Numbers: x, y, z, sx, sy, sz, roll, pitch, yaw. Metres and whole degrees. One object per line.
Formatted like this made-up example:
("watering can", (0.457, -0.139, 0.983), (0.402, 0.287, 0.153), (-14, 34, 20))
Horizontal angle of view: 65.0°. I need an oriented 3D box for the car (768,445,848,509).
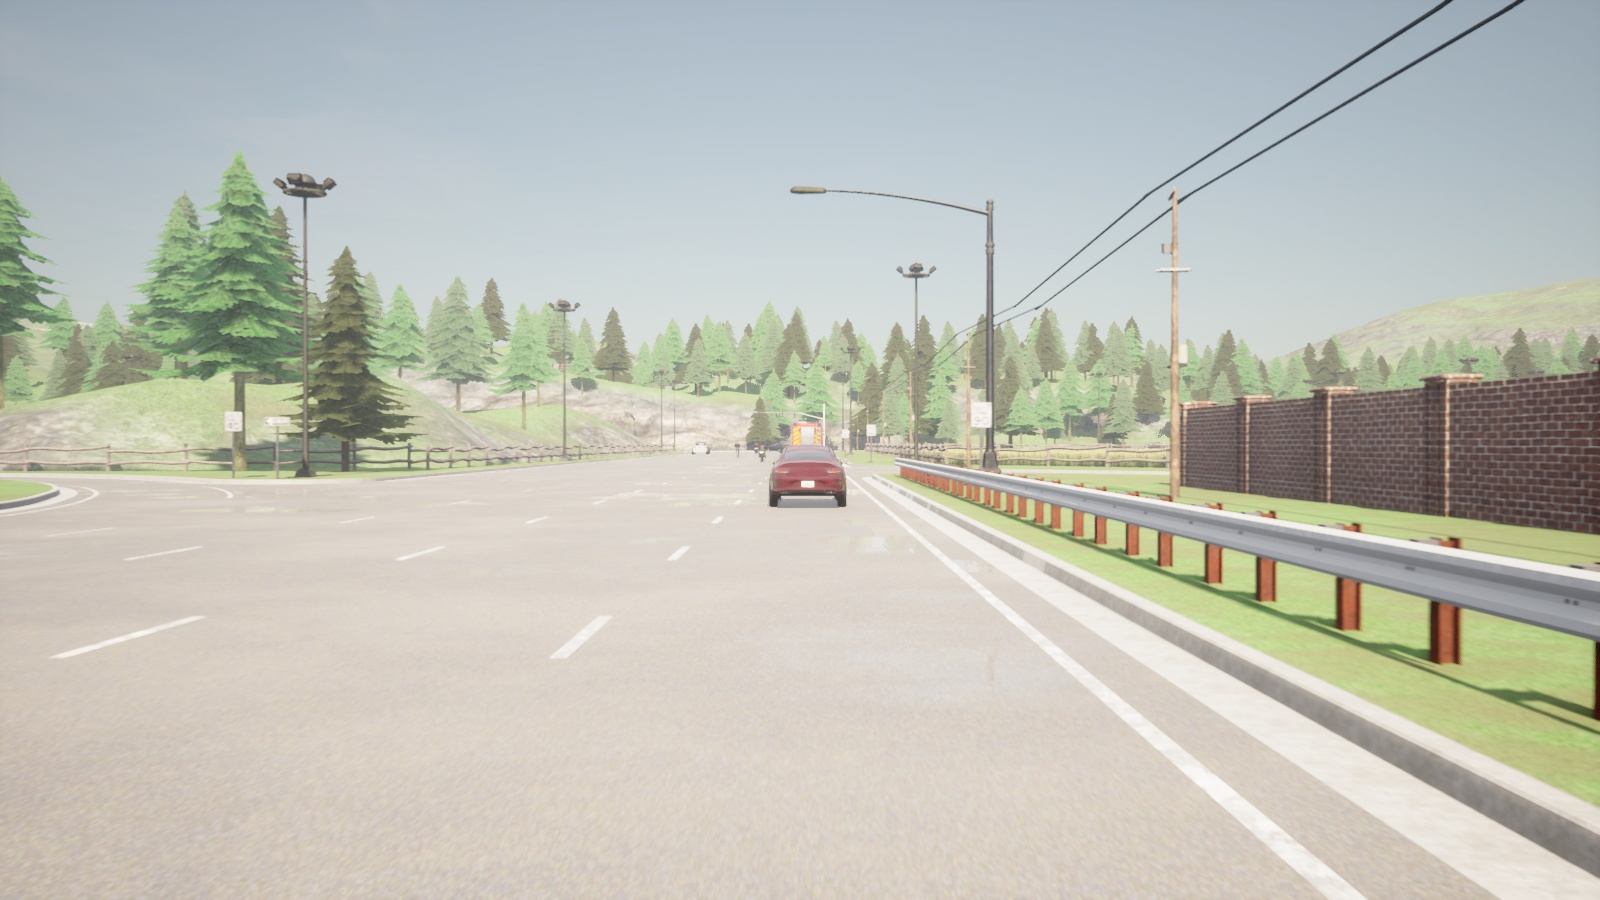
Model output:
("car", (0.190, 0.598, 30.917), (1.812, 1.442, 4.674), (0, 0, 0))
